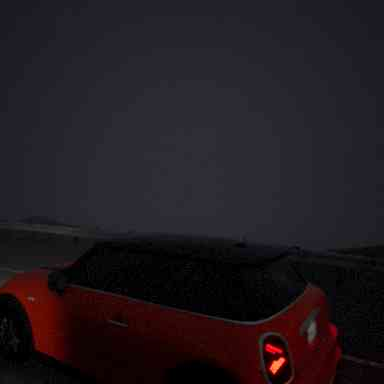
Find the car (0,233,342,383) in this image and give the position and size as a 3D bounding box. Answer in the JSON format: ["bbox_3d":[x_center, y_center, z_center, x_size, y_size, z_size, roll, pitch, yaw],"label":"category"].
[{"bbox_3d":[-0.617,1.333,4.350,4.553,1.767,2.097,0,0,34],"label":"car"}]
